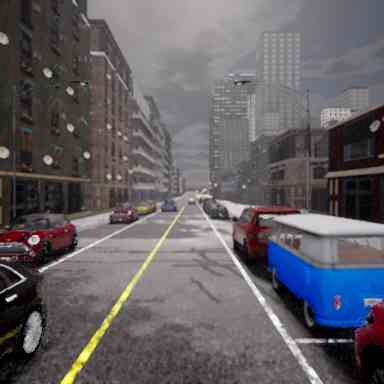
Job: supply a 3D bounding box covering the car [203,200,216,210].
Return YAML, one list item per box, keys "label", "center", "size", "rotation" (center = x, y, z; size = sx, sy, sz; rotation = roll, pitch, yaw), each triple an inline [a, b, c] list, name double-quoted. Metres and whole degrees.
- label: "car"
  center: [2.634, 1.932, 38.870]
  size: [1.947, 1.339, 4.313]
  rotation: [-1, -1, 0]

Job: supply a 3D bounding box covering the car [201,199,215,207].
- label: "car"
  center: [2.632, 1.983, 44.449]
  size: [1.947, 1.339, 4.313]
  rotation: [-1, -1, 0]

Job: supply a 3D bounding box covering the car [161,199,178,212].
- label: "car"
  center: [-3.096, 1.779, 45.714]
  size: [2.097, 1.767, 4.553]
  rotation: [0, 0, 0]

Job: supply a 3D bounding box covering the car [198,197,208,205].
- label: "car"
  center: [2.620, 2.034, 77.928]
  size: [2.192, 1.841, 5.009]
  rotation: [-1, -1, 0]

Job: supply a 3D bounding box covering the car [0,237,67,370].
- label: "car"
  center: [-3.101, 1.536, 3.218]
  size: [1.837, 1.490, 4.892]
  rotation: [0, -1, 0]

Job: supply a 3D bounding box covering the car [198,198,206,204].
- label: "car"
  center: [2.645, 2.344, 89.256]
  size: [1.752, 1.417, 4.829]
  rotation: [-1, 0, 0]

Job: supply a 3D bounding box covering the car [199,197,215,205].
- label: "car"
  center: [2.626, 1.784, 50.031]
  size: [2.192, 1.841, 5.009]
  rotation: [-1, -1, 0]

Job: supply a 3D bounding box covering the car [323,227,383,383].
- label: "car"
  center: [2.671, 1.330, 1.357]
  size: [2.192, 1.841, 5.009]
  rotation: [-1, -1, 0]

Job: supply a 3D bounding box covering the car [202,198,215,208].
- label: "car"
  center: [2.984, 1.920, 61.064]
  size: [2.097, 1.767, 4.553]
  rotation: [0, -1, 0]

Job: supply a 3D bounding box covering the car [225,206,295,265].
- label: "car"
  center: [2.668, 1.432, 12.171]
  size: [2.192, 1.841, 5.009]
  rotation: [-1, -1, 0]

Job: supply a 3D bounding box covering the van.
- label: "van"
  center: [2.670, 1.407, 6.763]
  size: [1.690, 1.788, 3.998]
  rotation: [-1, -1, 0]

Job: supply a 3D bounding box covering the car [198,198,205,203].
- label: "car"
  center: [2.658, 2.416, 94.664]
  size: [2.008, 1.369, 4.403]
  rotation: [-1, 0, 0]

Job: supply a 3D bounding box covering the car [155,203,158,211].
- label: "car"
  center: [-5.716, 1.856, 44.398]
  size: [1.967, 1.590, 4.097]
  rotation: [-1, -1, 0]

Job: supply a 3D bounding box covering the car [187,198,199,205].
- label: "car"
  center: [-0.019, 2.143, 74.875]
  size: [2.033, 1.411, 5.357]
  rotation: [0, -1, 0]

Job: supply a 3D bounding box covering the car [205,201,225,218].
- label: "car"
  center: [2.668, 1.874, 33.298]
  size: [2.008, 1.369, 4.403]
  rotation: [-1, -1, 0]

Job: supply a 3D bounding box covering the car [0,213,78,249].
- label: "car"
  center: [-5.709, 1.556, 12.174]
  size: [1.967, 1.590, 4.097]
  rotation: [-1, -1, 0]

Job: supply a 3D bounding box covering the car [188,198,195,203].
- label: "car"
  center: [-0.023, 2.304, 93.647]
  size: [1.895, 1.301, 4.718]
  rotation: [0, 0, 0]

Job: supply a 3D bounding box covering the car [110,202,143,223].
- label: "car"
  center: [-5.713, 1.708, 28.395]
  size: [1.967, 1.590, 4.097]
  rotation: [-1, -1, 0]

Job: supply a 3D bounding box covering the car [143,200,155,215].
- label: "car"
  center: [-5.714, 1.889, 38.648]
  size: [1.752, 1.417, 4.829]
  rotation: [-1, -1, 0]
